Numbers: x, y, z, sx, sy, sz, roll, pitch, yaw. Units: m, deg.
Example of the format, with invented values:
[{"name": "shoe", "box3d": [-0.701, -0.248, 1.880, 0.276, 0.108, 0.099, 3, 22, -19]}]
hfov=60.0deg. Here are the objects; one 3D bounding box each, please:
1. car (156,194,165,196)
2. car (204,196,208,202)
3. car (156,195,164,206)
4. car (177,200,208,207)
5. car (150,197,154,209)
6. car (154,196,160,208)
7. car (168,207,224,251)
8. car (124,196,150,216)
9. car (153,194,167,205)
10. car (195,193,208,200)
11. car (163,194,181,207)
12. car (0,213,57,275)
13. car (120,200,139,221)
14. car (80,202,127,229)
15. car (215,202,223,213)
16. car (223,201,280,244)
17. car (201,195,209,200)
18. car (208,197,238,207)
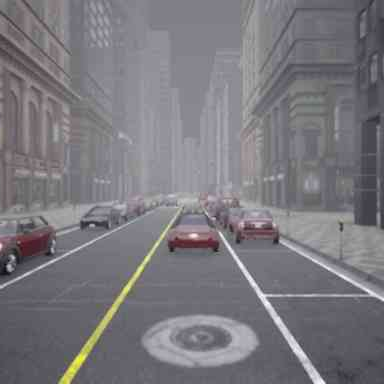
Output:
[{"name": "car", "box3d": [-5.770, 1.412, 54.985, 1.967, 1.590, 4.097, 0, 0, 0]}, {"name": "car", "box3d": [2.758, 1.531, 38.186, 2.008, 1.369, 4.403, 0, 0, 0]}, {"name": "car", "box3d": [-5.769, 1.541, 49.383, 1.947, 1.339, 4.313, 0, 0, 0]}, {"name": "car", "box3d": [0.057, 1.586, 27.496, 1.895, 1.301, 4.718, 0, 0, 0]}, {"name": "car", "box3d": [-5.767, 1.505, 38.010, 1.752, 1.417, 4.829, 0, 0, 0]}, {"name": "car", "box3d": [-5.768, 1.528, 43.781, 2.008, 1.369, 4.403, 0, 0, 0]}, {"name": "car", "box3d": [0.069, 1.555, 14.019, 1.994, 1.385, 4.181, 0, 0, 0]}, {"name": "car", "box3d": [-5.765, 1.298, 32.577, 2.192, 1.841, 5.009, 0, 0, 0]}, {"name": "car", "box3d": [-5.771, 1.285, 60.586, 2.192, 1.841, 5.009, 0, 0, 0]}, {"name": "car", "box3d": [2.380, 1.194, 71.111, 2.150, 2.045, 5.566, 0, 0, 0]}, {"name": "car", "box3d": [-3.089, 1.479, 51.331, 1.837, 1.490, 4.892, 0, 0, 0]}, {"name": "car", "box3d": [-5.761, 1.434, 10.171, 1.967, 1.590, 4.097, 0, 0, 0]}, {"name": "car", "box3d": [-5.765, 1.567, 26.976, 1.802, 1.307, 4.206, 0, 0, 0]}, {"name": "car", "box3d": [-5.764, 1.554, 21.374, 1.947, 1.339, 4.313, 0, 0, 0]}, {"name": "car", "box3d": [2.761, 1.554, 21.379, 1.947, 1.339, 4.313, 0, 0, 0]}, {"name": "car", "box3d": [2.763, 1.431, 15.777, 1.967, 1.590, 4.097, 0, 0, 0]}, {"name": "car", "box3d": [2.756, 1.520, 49.390, 1.887, 1.381, 4.507, 0, 0, 0]}, {"name": "car", "box3d": [2.761, 1.301, 26.981, 2.192, 1.841, 5.009, 0, 0, 0]}]
